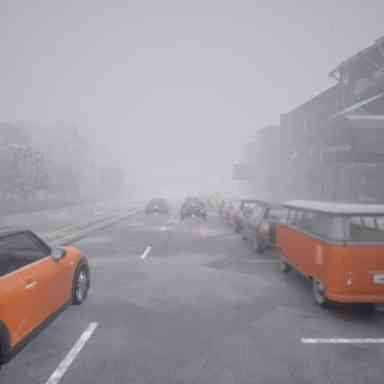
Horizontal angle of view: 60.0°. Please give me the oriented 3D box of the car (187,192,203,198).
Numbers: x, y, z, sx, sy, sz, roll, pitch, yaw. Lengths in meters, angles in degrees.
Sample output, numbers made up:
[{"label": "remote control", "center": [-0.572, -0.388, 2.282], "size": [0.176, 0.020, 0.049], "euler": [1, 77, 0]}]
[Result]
[{"label": "car", "center": [0.090, 1.142, 41.707], "size": [1.837, 1.490, 4.892], "euler": [0, 1, 0]}]

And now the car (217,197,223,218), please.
[{"label": "car", "center": [3.220, 1.310, 24.118], "size": [2.002, 1.452, 4.674], "euler": [0, 0, 0]}]

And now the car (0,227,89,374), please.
[{"label": "car", "center": [-3.152, 1.308, 5.001], "size": [2.097, 1.767, 4.553], "euler": [0, 1, 0]}]

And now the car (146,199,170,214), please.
[{"label": "car", "center": [-3.157, 1.293, 31.169], "size": [1.994, 1.385, 4.181], "euler": [0, 0, 0]}]

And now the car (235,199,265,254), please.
[{"label": "car", "center": [3.222, 1.239, 13.163], "size": [2.185, 1.767, 4.553], "euler": [0, 0, 0]}]

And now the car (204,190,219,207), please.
[{"label": "car", "center": [3.216, 0.953, 46.188], "size": [2.185, 1.767, 4.553], "euler": [0, 0, 0]}]

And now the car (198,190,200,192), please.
[{"label": "car", "center": [3.188, 0.586, 73.997], "size": [2.435, 2.045, 5.566], "euler": [0, 0, 0]}]

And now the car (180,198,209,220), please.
[{"label": "car", "center": [0.094, 1.377, 25.705], "size": [1.895, 1.301, 4.718], "euler": [0, 0, 0]}]

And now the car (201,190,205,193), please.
[{"label": "car", "center": [3.199, 0.935, 62.789], "size": [2.231, 1.521, 4.892], "euler": [0, 1, 0]}]

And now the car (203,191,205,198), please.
[{"label": "car", "center": [3.213, 1.025, 51.932], "size": [1.946, 1.575, 5.366], "euler": [0, 1, 0]}]

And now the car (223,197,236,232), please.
[{"label": "car", "center": [3.221, 1.191, 18.687], "size": [2.185, 1.767, 4.553], "euler": [0, 1, 0]}]

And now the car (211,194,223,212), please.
[{"label": "car", "center": [3.218, 1.223, 29.638], "size": [2.231, 1.521, 4.892], "euler": [0, 1, 0]}]

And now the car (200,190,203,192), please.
[{"label": "car", "center": [3.196, 0.887, 68.315], "size": [2.231, 1.521, 4.892], "euler": [0, 0, 0]}]

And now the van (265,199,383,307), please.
[{"label": "van", "center": [3.223, 1.185, 7.784], "size": [1.878, 1.987, 4.442], "euler": [0, 1, 0]}]
